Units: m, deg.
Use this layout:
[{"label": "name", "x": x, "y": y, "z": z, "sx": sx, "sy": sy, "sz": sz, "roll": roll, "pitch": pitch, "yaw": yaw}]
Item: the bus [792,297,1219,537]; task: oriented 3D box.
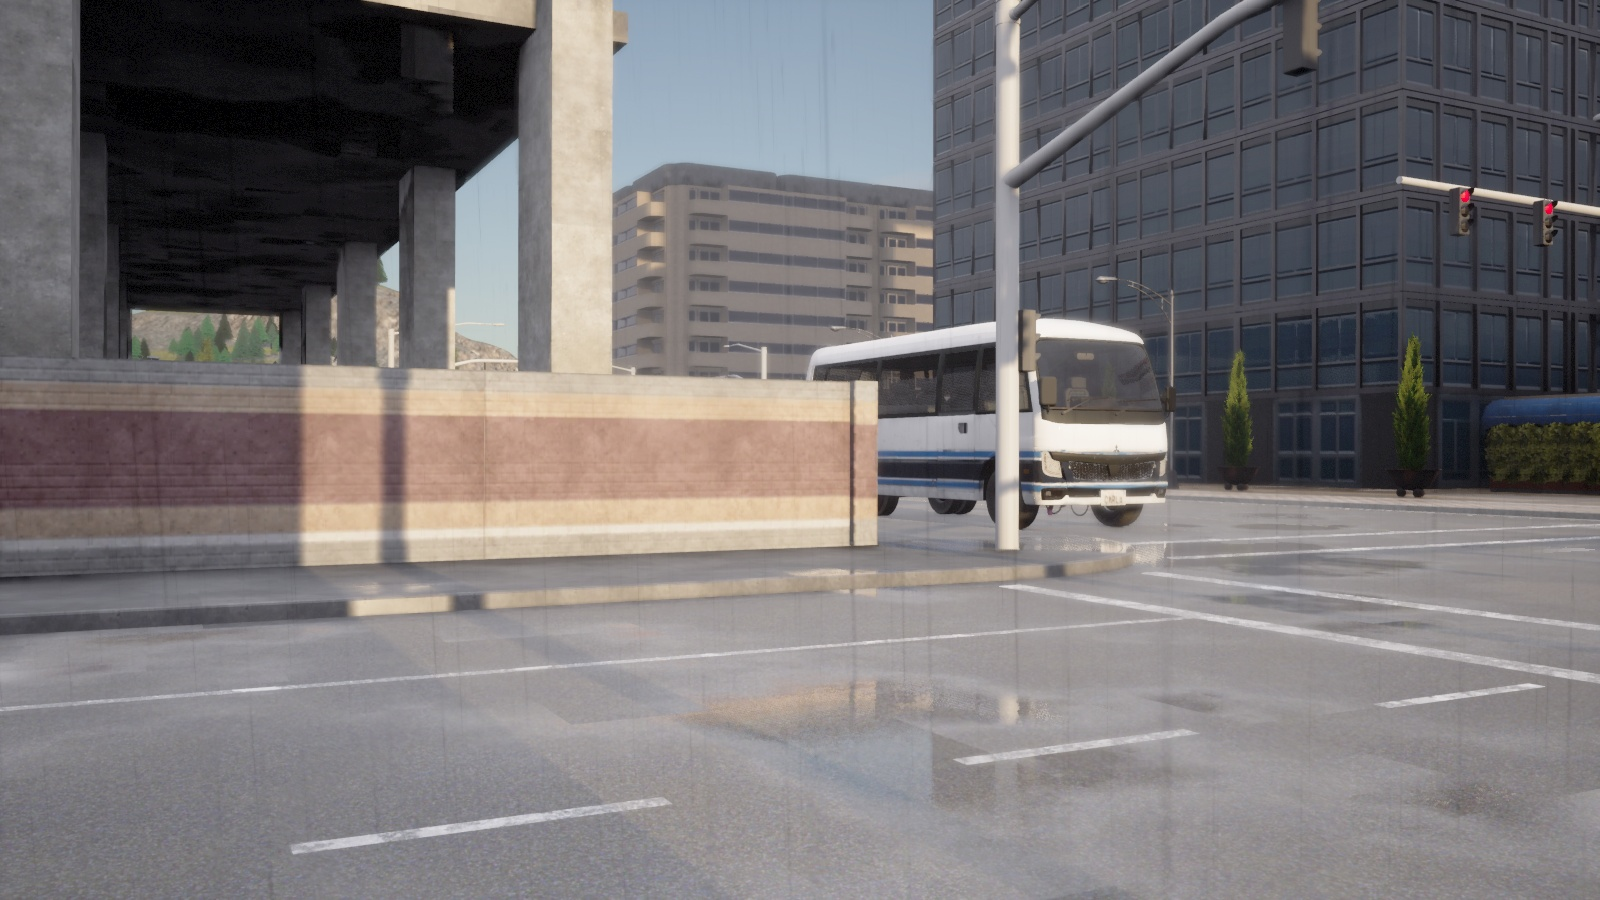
[{"label": "bus", "x": 3.924, "y": -0.572, "z": 27.768, "sx": 3.944, "sy": 4.253, "sz": 10.273, "roll": 0, "pitch": 0, "yaw": -27}]
